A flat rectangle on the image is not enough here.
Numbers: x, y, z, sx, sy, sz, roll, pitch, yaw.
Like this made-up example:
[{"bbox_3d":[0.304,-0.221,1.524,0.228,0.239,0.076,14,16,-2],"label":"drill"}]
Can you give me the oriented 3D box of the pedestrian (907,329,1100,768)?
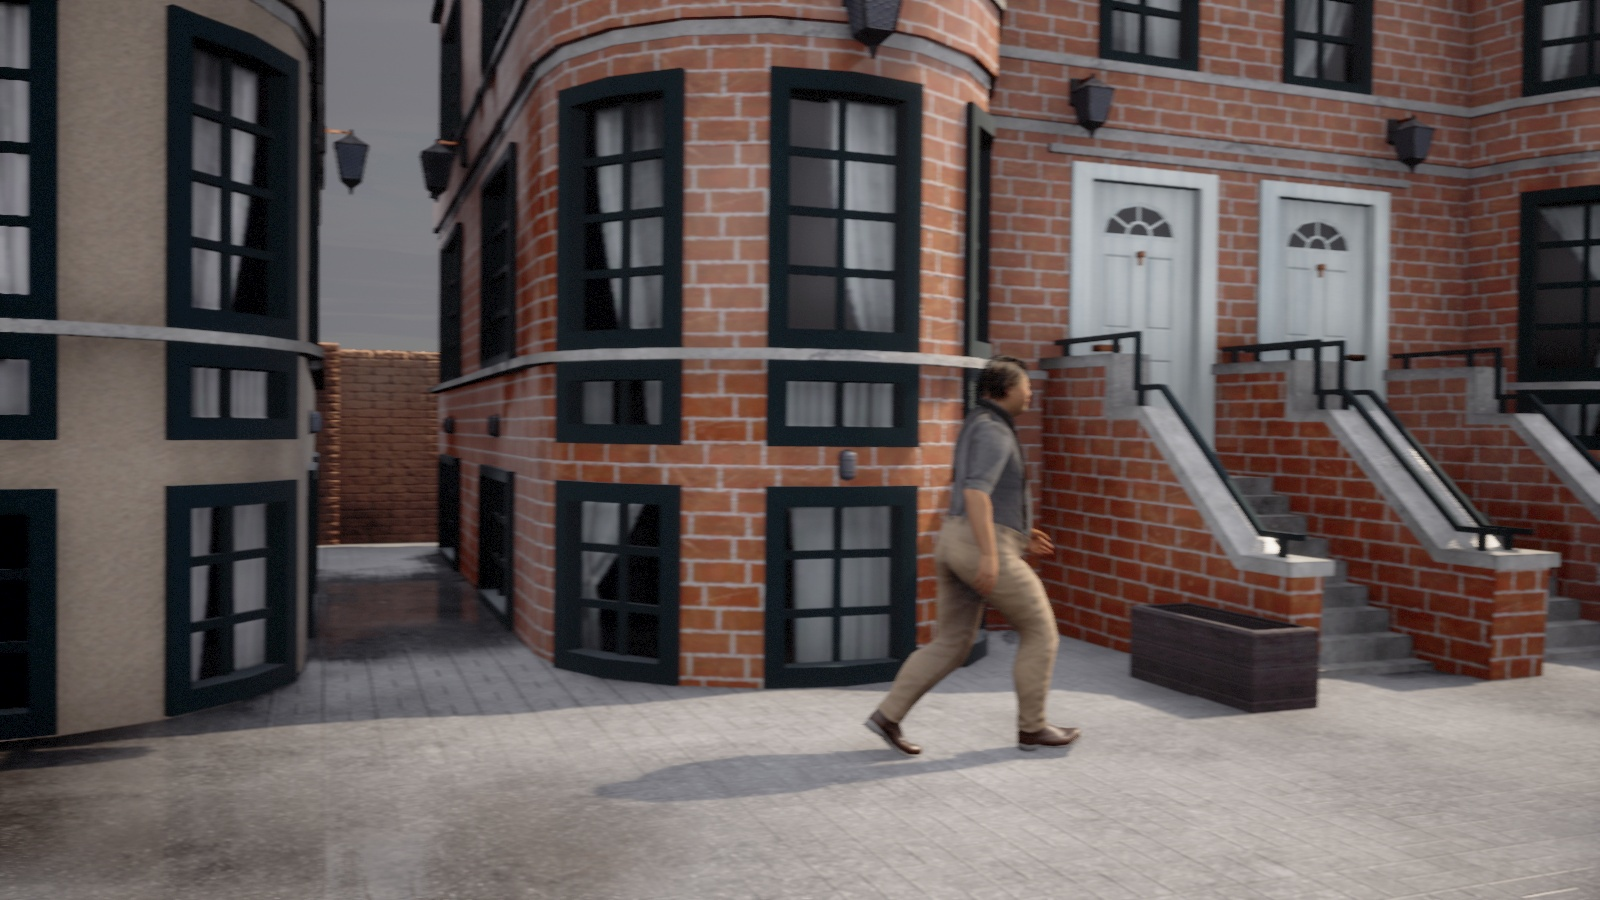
[{"bbox_3d":[0.892,0.407,5.599,0.694,1.848,0.540,-1,1,-10],"label":"pedestrian"}]
